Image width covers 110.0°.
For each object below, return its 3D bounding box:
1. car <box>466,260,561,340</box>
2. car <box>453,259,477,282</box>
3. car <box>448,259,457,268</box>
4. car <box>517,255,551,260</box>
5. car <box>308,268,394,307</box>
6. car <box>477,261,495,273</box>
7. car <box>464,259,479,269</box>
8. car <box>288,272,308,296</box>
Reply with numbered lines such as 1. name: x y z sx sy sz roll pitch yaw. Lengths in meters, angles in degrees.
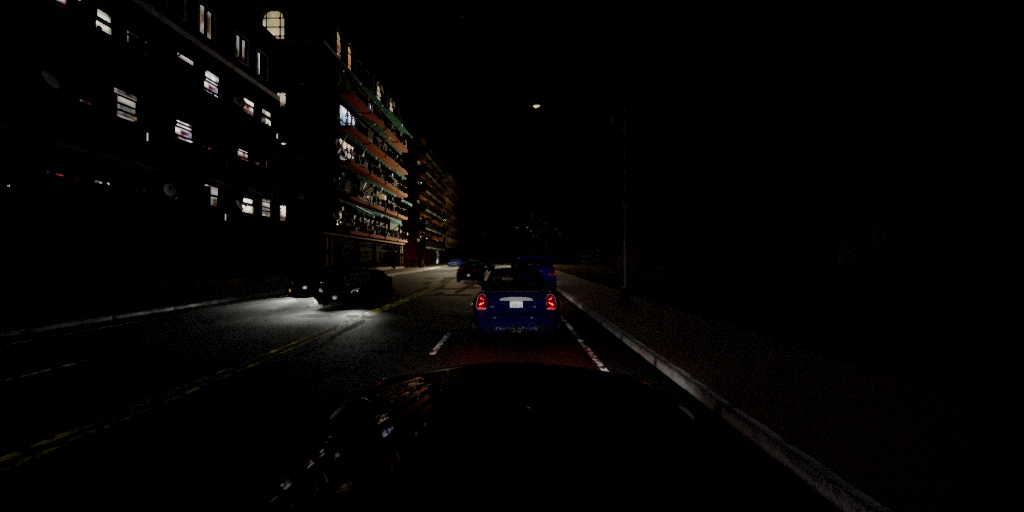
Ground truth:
1. car: 0.096 1.103 10.136 2.097 1.767 4.553 0 0 0
2. car: -3.155 1.230 28.465 1.882 1.535 5.008 0 0 0
3. car: -9.823 1.227 62.044 1.882 1.535 5.008 0 0 0
4. car: 1.133 0.977 19.712 2.150 2.045 5.566 0 0 0
5. car: -6.602 1.277 15.670 1.812 1.442 4.674 0 0 0
6. car: -3.149 1.315 44.990 1.994 1.385 4.181 0 0 0
7. car: -6.587 1.256 59.050 1.837 1.490 4.892 0 0 0
8. car: -9.854 1.316 19.032 1.994 1.385 4.181 0 0 0
